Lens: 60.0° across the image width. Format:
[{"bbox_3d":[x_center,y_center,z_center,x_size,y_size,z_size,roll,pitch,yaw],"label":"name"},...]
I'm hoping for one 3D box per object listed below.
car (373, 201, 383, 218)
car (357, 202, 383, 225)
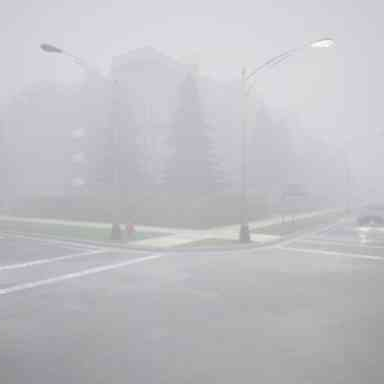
[{"bbox_3d":[18.401,1.584,31.161,1.994,1.385,4.181,0,0,35],"label":"car"},{"bbox_3d":[13.106,1.567,23.607,2.033,1.411,5.357,0,0,35],"label":"car"}]
